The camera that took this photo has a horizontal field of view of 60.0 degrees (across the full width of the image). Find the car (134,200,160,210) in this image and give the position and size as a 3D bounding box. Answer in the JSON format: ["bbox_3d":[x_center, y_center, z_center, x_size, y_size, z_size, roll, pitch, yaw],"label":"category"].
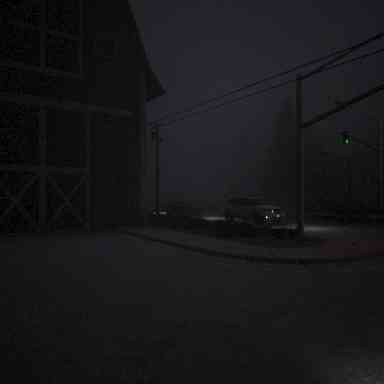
[{"bbox_3d":[-6.759,1.919,49.544,1.895,1.301,4.718,0,0,-34],"label":"car"}]

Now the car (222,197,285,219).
[{"bbox_3d":[4.699,1.399,26.483,2.150,2.045,5.566,0,0,-34],"label":"car"}]

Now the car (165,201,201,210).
[{"bbox_3d":[-0.942,1.707,34.710,1.882,1.535,5.008,0,0,-35],"label":"car"}]

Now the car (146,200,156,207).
[{"bbox_3d":[-6.329,1.784,42.571,1.837,1.490,4.892,0,0,-34],"label":"car"}]
